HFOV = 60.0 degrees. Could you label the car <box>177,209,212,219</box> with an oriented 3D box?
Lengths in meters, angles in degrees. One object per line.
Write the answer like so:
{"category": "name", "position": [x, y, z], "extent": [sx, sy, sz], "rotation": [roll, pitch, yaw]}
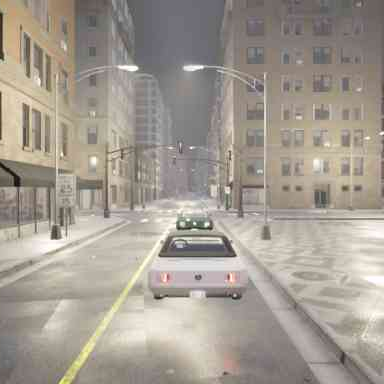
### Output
{"category": "car", "position": [0.133, 1.599, 18.589], "extent": [1.895, 1.301, 4.718], "rotation": [0, 0, 0]}

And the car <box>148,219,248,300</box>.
{"category": "car", "position": [0.115, 1.600, 8.354], "extent": [1.895, 1.301, 4.718], "rotation": [0, 0, 0]}
